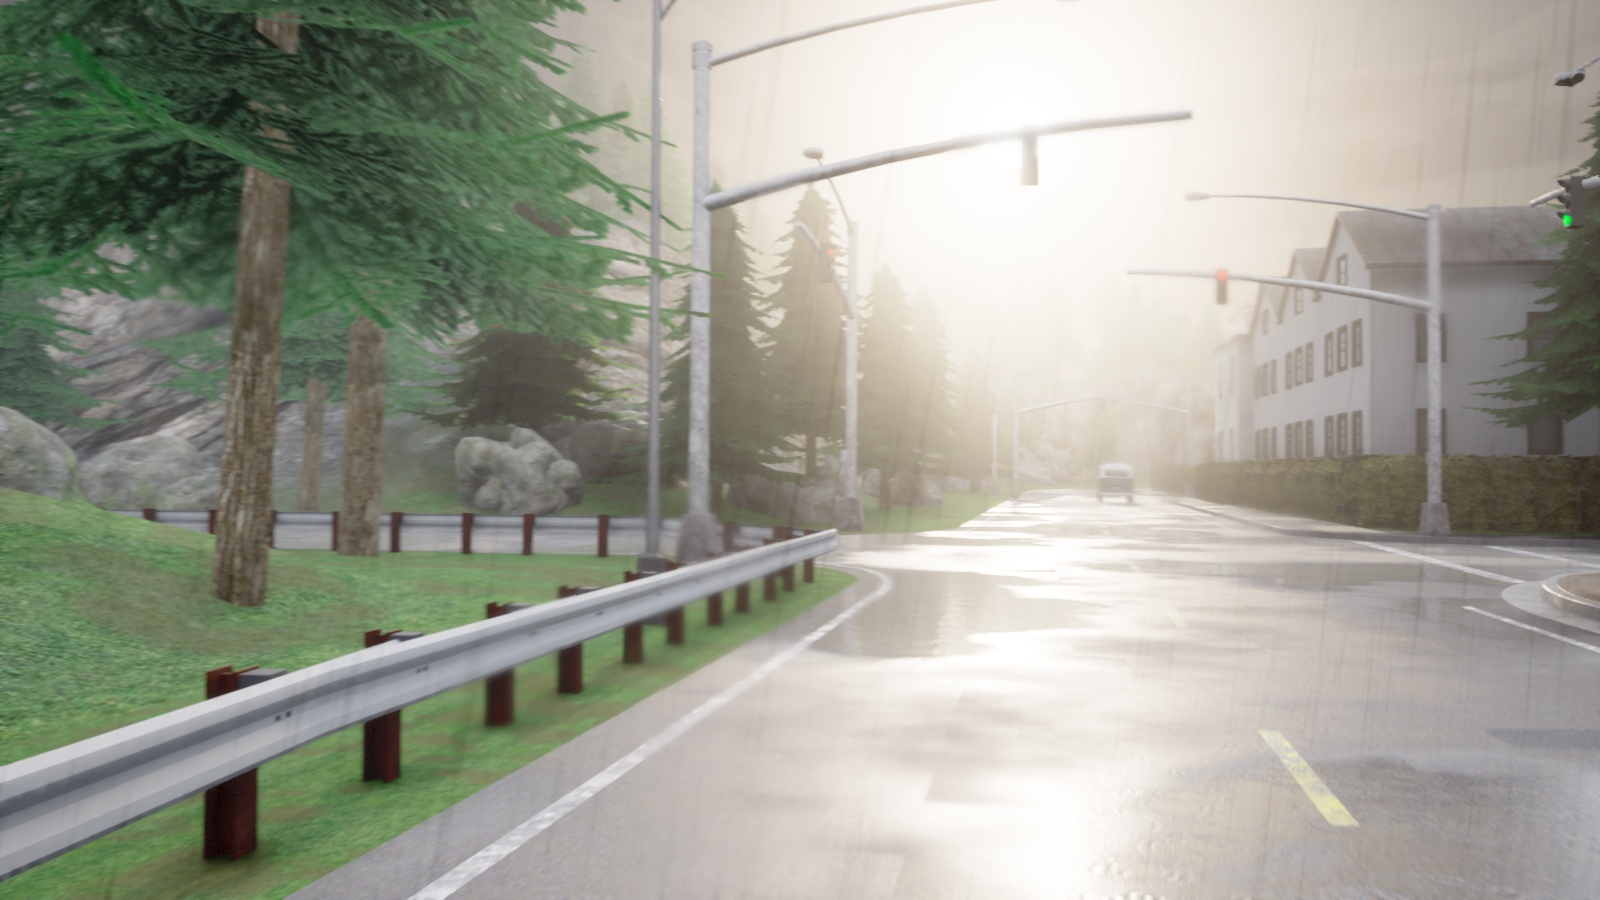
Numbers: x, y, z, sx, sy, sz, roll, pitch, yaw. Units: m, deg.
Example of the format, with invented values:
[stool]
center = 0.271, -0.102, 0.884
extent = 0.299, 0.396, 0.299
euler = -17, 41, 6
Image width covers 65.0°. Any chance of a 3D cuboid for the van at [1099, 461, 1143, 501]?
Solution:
[van]
center = 17.040, 1.629, 66.789
extent = 2.069, 2.038, 4.480
euler = 0, -1, 12
